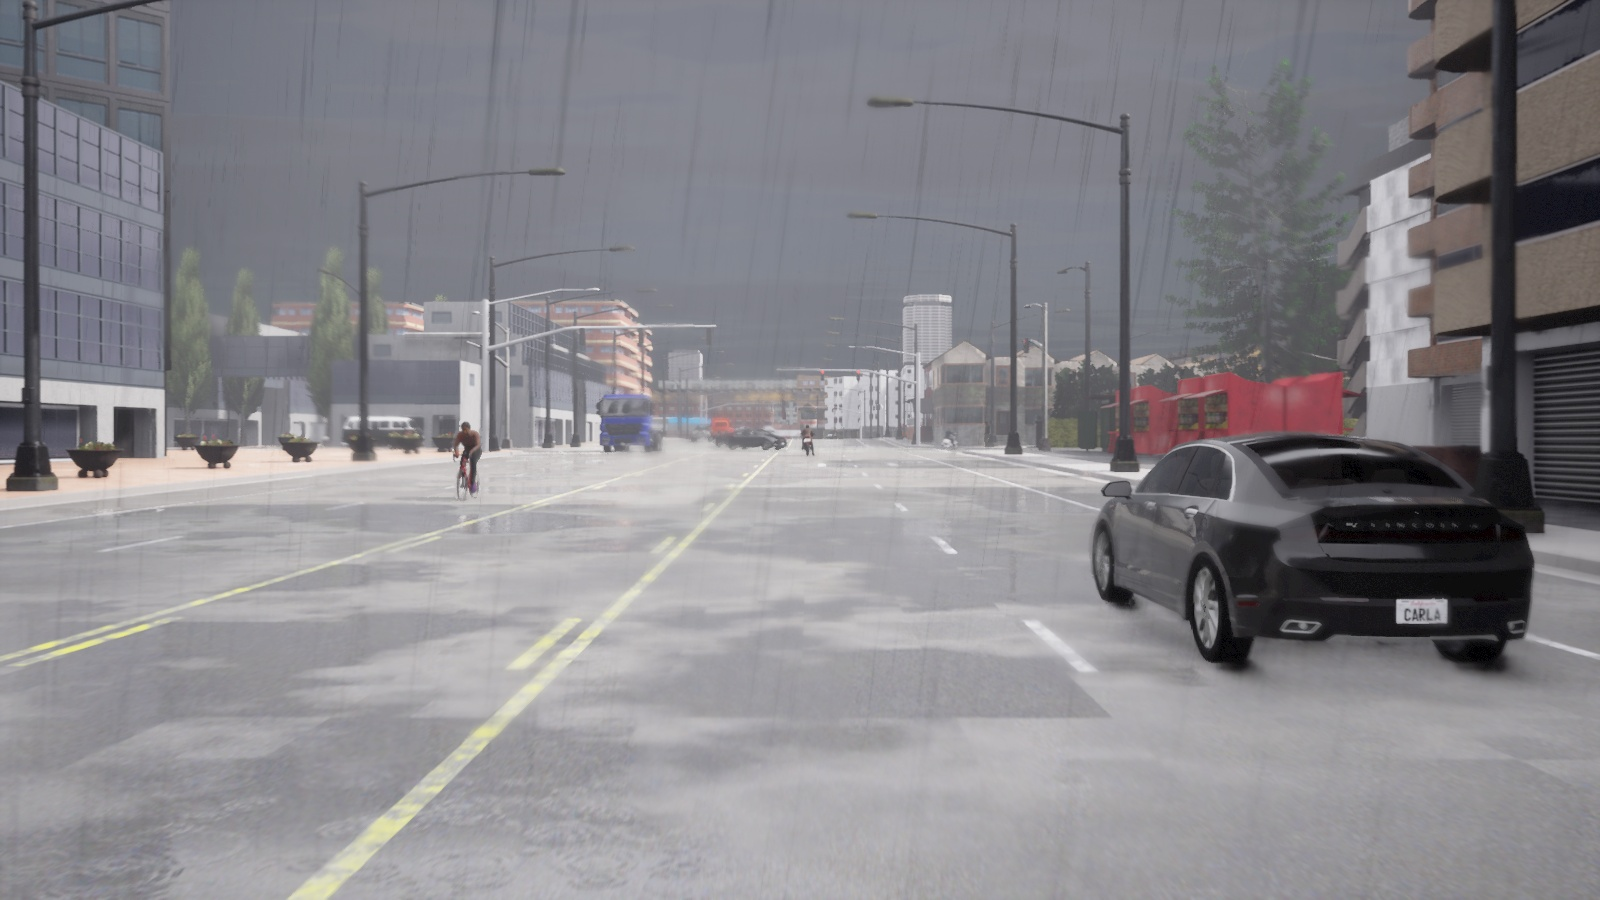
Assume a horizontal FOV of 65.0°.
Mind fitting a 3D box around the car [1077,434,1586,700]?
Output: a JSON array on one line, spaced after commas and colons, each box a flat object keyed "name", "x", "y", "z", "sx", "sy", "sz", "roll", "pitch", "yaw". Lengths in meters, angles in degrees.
[{"name": "car", "x": 3.571, "y": 0.638, "z": 9.611, "sx": 1.837, "sy": 1.490, "sz": 4.892, "roll": 0, "pitch": 1, "yaw": 0}]

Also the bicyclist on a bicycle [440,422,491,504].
[{"name": "bicyclist on a bicycle", "x": -6.836, "y": 0.236, "z": 25.700, "sx": 0.582, "sy": 1.620, "sz": 1.656, "roll": 0, "pitch": 2, "yaw": 0}]

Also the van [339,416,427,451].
[{"name": "van", "x": -24.511, "y": -0.942, "z": 73.869, "sx": 4.480, "sy": 2.038, "sz": 2.069, "roll": 0, "pitch": 0, "yaw": 1}]

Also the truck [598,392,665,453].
[{"name": "truck", "x": -10.046, "y": -1.628, "z": 75.541, "sx": 2.891, "sy": 3.462, "sz": 7.936, "roll": 0, "pitch": 1, "yaw": 0}]

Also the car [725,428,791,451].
[{"name": "car", "x": -2.848, "y": -0.717, "z": 85.293, "sx": 4.193, "sy": 1.474, "sz": 1.816, "roll": 0, "pitch": 1, "yaw": 31}]
